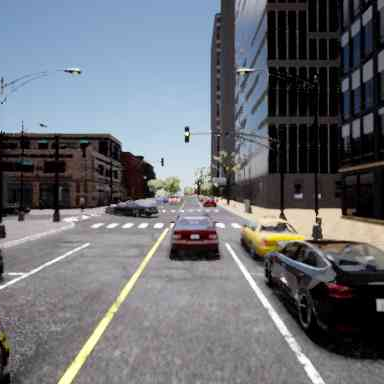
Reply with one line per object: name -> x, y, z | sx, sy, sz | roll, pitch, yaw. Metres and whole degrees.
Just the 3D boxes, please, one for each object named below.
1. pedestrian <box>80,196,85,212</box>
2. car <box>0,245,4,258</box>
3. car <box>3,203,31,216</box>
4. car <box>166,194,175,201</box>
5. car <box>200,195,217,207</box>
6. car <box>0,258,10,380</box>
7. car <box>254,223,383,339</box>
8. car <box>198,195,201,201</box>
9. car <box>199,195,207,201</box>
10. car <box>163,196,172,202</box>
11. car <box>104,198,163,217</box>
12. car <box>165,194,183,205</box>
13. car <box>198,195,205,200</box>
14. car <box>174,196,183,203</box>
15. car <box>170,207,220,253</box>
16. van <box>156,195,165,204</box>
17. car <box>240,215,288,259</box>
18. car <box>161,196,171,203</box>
pedestrian -> -12.555, 1.383, 38.169 | 0.375, 1.860, 0.375 | 0, 0, 1
car -> -5.679, 1.445, 6.639 | 1.967, 1.590, 4.097 | 1, 0, 0
car -> -19.428, 1.825, 35.300 | 4.313, 1.339, 1.947 | -1, 0, 1
car -> -5.700, 1.377, 88.931 | 2.192, 1.841, 5.009 | 1, 0, 0
car -> 2.689, 1.474, 50.178 | 1.967, 1.590, 4.097 | 1, 0, 0
car -> -3.095, 1.565, 2.132 | 1.994, 1.385, 4.181 | 0, 0, 0
car -> 2.666, 1.570, 6.587 | 1.947, 1.339, 4.313 | 1, 0, 0
car -> 2.680, 1.579, 78.023 | 1.752, 1.417, 4.829 | 1, 0, 0
car -> 2.678, 1.584, 83.558 | 1.752, 1.417, 4.829 | 1, 0, 0
car -> -5.701, 1.620, 77.863 | 1.947, 1.339, 4.313 | 1, 0, 0
car -> -5.678, 1.568, 30.977 | 5.357, 1.411, 2.033 | 0, 0, 32
car -> -3.062, 1.392, 59.018 | 2.097, 1.767, 4.553 | 0, 0, 0
car -> 2.675, 1.611, 94.457 | 1.887, 1.381, 4.507 | 1, 0, 0
car -> -3.022, 1.646, 74.437 | 1.895, 1.301, 4.718 | 0, 0, 0
car -> 0.097, 1.556, 13.700 | 2.033, 1.411, 5.357 | 0, 0, 0
van -> -5.693, 1.383, 61.260 | 1.690, 1.788, 3.998 | 1, 0, 0
car -> 2.836, 1.533, 12.401 | 1.752, 1.417, 4.829 | 1, 0, 0
car -> -5.700, 1.632, 72.328 | 1.802, 1.307, 4.206 | 1, 0, 0
